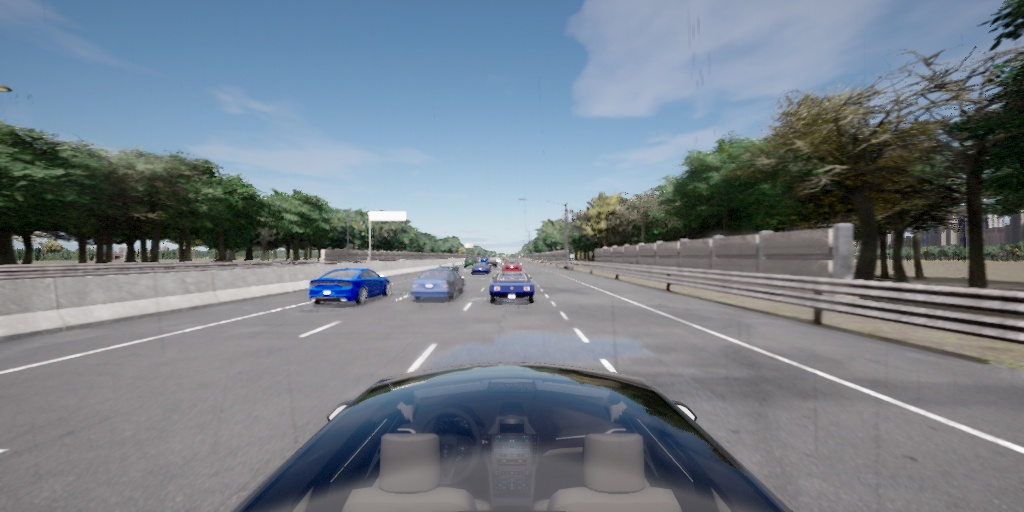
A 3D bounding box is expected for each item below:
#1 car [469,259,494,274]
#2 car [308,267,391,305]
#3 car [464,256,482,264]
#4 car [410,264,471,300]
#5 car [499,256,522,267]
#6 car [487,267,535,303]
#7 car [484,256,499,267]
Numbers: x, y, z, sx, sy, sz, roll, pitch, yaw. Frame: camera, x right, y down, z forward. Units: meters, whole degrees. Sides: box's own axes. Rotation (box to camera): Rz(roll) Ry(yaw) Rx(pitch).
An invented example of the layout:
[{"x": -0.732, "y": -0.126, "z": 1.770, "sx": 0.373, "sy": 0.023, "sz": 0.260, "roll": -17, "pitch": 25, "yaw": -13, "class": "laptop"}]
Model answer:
[{"x": -3.505, "y": 1.357, "z": 41.492, "sx": 1.994, "sy": 1.385, "sz": 4.181, "roll": 0, "pitch": 0, "yaw": 0, "class": "car"}, {"x": -7.002, "y": 1.241, "z": 16.048, "sx": 1.882, "sy": 1.535, "sz": 5.008, "roll": 0, "pitch": 0, "yaw": 0, "class": "car"}, {"x": -7.006, "y": 1.044, "z": 62.832, "sx": 2.150, "sy": 2.045, "sz": 5.566, "roll": 0, "pitch": 0, "yaw": 0, "class": "car"}, {"x": -3.502, "y": 1.312, "z": 17.703, "sx": 2.033, "sy": 1.411, "sz": 5.357, "roll": 0, "pitch": 0, "yaw": 0, "class": "car"}, {"x": -0.003, "y": 1.140, "z": 38.019, "sx": 2.097, "sy": 1.767, "sz": 4.553, "roll": 0, "pitch": 0, "yaw": 0, "class": "car"}, {"x": -0.002, "y": 1.365, "z": 16.849, "sx": 1.895, "sy": 1.301, "sz": 4.718, "roll": 0, "pitch": 0, "yaw": 0, "class": "car"}, {"x": -3.504, "y": 1.300, "z": 62.752, "sx": 1.882, "sy": 1.535, "sz": 5.008, "roll": 0, "pitch": 0, "yaw": 0, "class": "car"}]
